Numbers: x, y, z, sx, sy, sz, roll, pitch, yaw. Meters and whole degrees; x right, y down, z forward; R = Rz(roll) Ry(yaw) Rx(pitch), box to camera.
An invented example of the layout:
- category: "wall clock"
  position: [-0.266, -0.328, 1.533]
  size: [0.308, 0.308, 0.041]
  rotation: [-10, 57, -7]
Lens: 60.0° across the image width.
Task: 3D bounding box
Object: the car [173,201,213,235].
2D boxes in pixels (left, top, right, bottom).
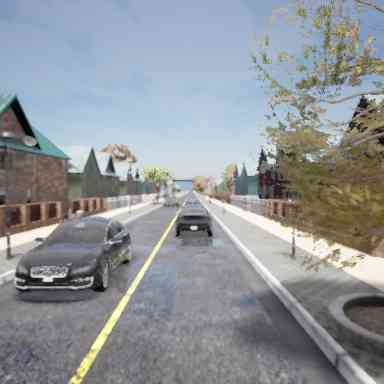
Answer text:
- category: "car"
  position: [0.090, 1.463, 18.329]
  size: [1.837, 1.490, 4.892]
  rotation: [0, 0, 0]

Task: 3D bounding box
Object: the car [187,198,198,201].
- category: "car"
  position: [0.076, 1.457, 42.506]
  size: [2.033, 1.411, 5.357]
  rotation: [0, 0, 0]

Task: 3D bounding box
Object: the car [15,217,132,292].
- category: "car"
  position: [-2.845, 1.486, 8.997]
  size: [1.837, 1.490, 4.892]
  rotation: [0, 0, 0]

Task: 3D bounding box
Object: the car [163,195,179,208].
- category: "car"
  position: [-2.855, 1.254, 46.899]
  size: [2.097, 1.767, 4.553]
  rotation: [0, 0, 0]
